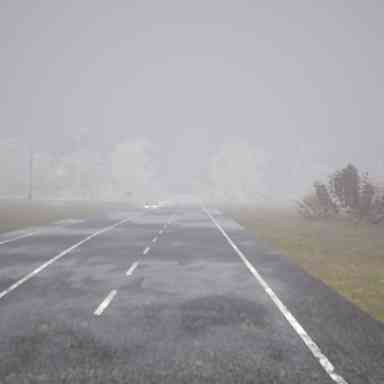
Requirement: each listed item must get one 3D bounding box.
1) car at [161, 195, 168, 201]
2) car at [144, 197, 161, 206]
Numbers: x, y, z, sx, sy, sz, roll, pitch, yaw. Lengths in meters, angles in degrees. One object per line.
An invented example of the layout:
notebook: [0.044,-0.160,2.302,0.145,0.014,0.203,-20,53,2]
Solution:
car: [-7.057,1.595,83.557,2.128,1.511,4.902,0,0,0]
car: [-7.018,1.642,57.292,1.895,1.301,4.718,0,0,0]
